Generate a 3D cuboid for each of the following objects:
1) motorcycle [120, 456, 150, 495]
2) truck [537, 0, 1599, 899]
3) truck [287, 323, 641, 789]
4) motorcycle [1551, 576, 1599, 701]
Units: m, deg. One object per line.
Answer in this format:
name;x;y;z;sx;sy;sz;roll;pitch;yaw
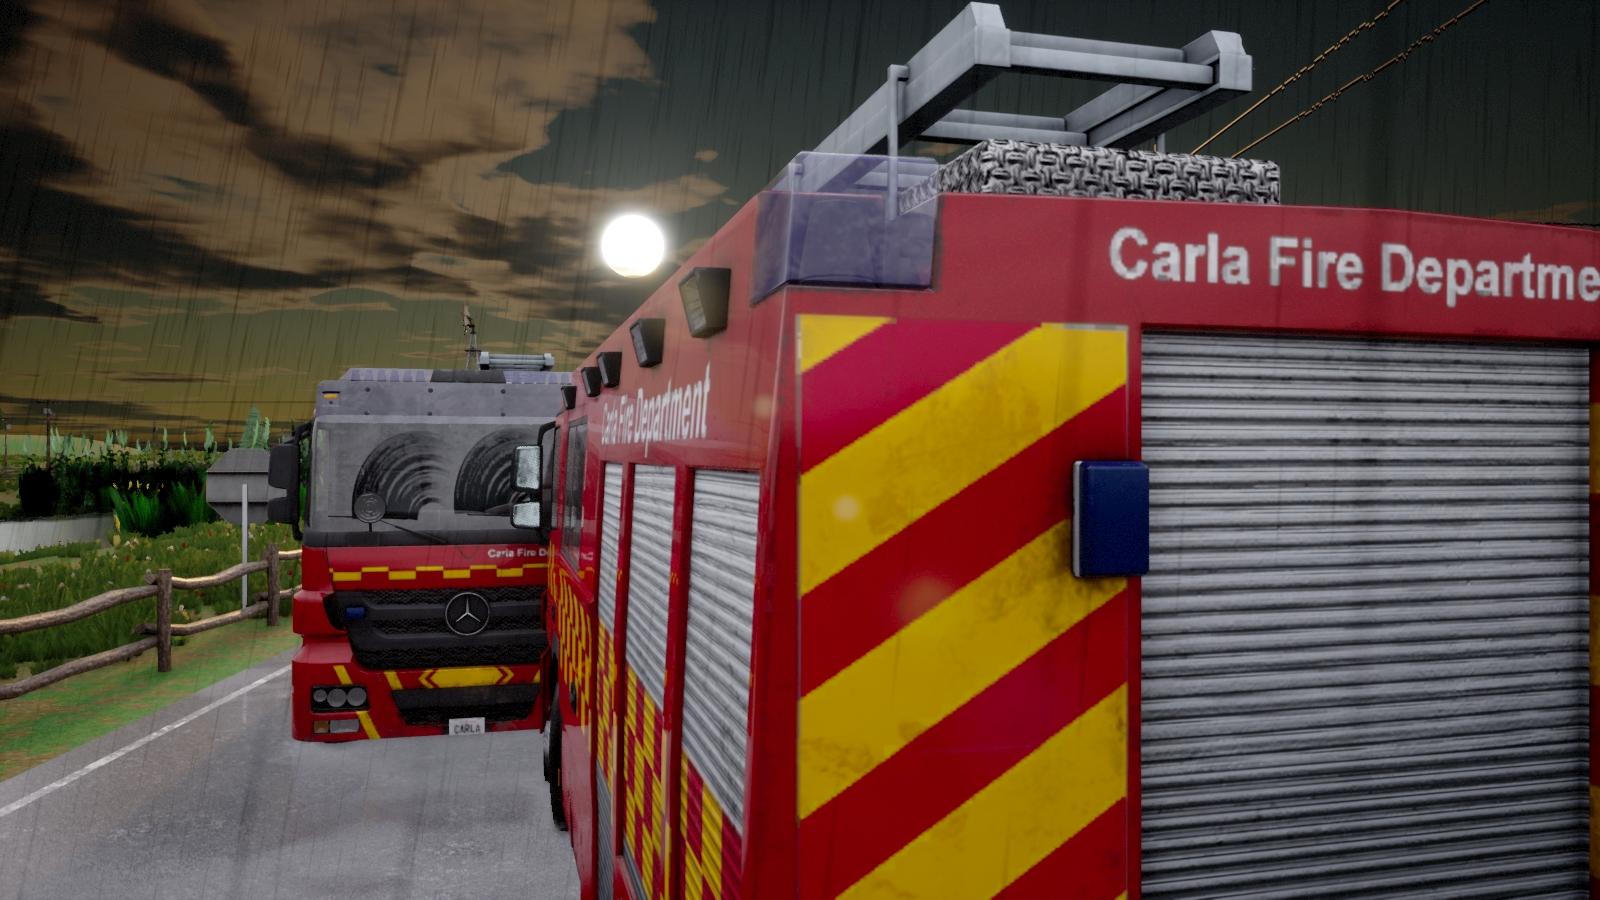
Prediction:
motorcycle;-41.391;1.577;71.120;0.803;2.348;2.033;0;0;-4
truck;0.077;0.867;6.872;2.891;3.827;8.468;0;0;-15
truck;-3.921;0.862;13.840;2.891;3.827;8.468;0;0;-15
motorcycle;9.774;2.142;13.106;1.805;1.316;0.856;0;0;-7
